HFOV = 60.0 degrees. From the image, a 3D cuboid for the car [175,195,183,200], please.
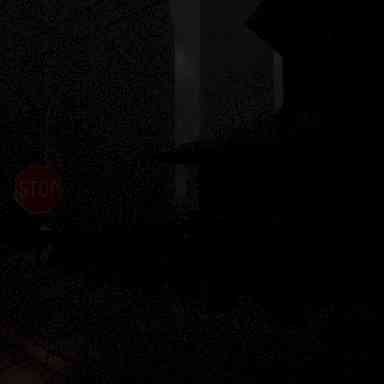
[{"bbox_3d":[-3.754,1.602,85.486,4.193,1.474,1.816,0,0,37],"label":"car"}]
